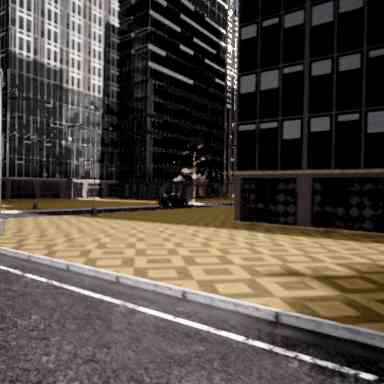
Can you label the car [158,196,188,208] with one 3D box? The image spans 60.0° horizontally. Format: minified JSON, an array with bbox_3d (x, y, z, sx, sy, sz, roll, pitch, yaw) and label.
[{"bbox_3d":[-2.533,1.256,45.336,1.882,1.535,5.008,2,1,37],"label":"car"}]
